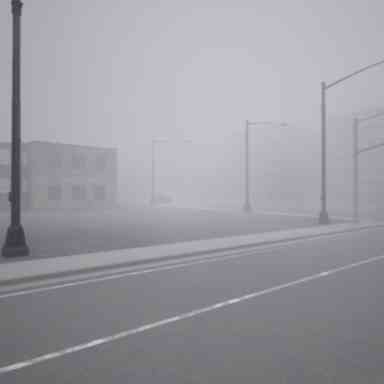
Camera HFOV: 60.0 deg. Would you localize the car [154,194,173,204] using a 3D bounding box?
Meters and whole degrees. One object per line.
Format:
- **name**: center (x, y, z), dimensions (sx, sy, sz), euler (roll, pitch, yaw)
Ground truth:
- **car**: center (-5.513, 1.234, 61.625), dimensions (2.097, 1.767, 4.553), euler (0, 0, -38)
